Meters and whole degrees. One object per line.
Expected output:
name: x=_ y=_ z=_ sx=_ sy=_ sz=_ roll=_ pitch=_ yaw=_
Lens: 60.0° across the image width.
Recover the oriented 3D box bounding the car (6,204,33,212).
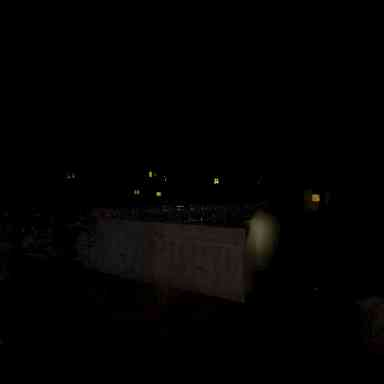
car: x=-13.555 y=1.449 z=23.720 sx=2.033 sy=1.411 sz=5.357 roll=4 pitch=2 yaw=38

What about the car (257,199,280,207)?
car: x=11.325 y=1.709 z=48.631 sx=4.674 sy=1.442 sz=1.812 roll=1 pitch=2 yaw=-37

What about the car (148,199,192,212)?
car: x=-2.310 y=1.531 z=36.782 sx=2.033 sy=1.411 sz=5.357 roll=4 pitch=2 yaw=45

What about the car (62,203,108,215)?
car: x=-8.286 y=1.538 z=25.731 sx=1.882 sy=1.535 sz=5.008 roll=4 pitch=2 yaw=39
